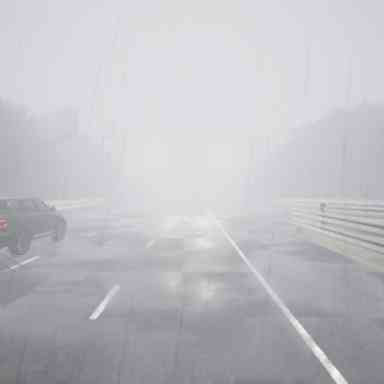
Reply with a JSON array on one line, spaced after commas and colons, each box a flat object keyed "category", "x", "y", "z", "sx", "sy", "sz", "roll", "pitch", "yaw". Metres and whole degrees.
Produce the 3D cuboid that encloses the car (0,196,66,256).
[{"category": "car", "x": -6.890, "y": 1.175, "z": 13.042, "sx": 2.150, "sy": 2.045, "sz": 5.566, "roll": 0, "pitch": 0, "yaw": 0}]
